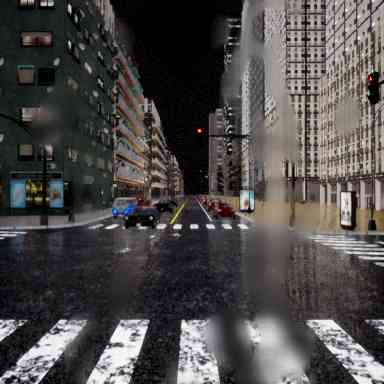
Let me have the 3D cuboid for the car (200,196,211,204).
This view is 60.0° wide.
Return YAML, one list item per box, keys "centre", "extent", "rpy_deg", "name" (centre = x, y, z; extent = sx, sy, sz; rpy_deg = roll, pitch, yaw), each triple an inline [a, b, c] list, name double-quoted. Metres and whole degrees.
- centre: [2.728, 1.592, 67.142]
  extent: [2.008, 1.369, 4.403]
  rpy_deg: [0, 0, 0]
  name: "car"

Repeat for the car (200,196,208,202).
- centre: [2.733, 1.636, 78.197]
  extent: [1.802, 1.307, 4.206]
  rpy_deg: [0, 0, 0]
  name: "car"

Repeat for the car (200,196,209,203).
- centre: [2.731, 1.592, 72.670]
  extent: [1.887, 1.381, 4.507]
  rpy_deg: [0, 0, 0]
  name: "car"

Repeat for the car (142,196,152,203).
- centre: [-5.666, 1.329, 33.981]
  extent: [2.192, 1.841, 5.009]
  rpy_deg: [0, 0, 0]
  name: "car"

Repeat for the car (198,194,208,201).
- centre: [2.737, 1.376, 83.725]
  extent: [2.192, 1.841, 5.009]
  rpy_deg: [0, 0, 0]
  name: "car"

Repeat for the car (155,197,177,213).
- centre: [-3.081, 1.579, 36.495]
  extent: [1.994, 1.385, 4.181]
  rpy_deg: [0, 0, 0]
  name: "car"

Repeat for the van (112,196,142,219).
- centre: [-5.669, 1.352, 28.454]
  extent: [1.690, 1.788, 3.998]
  rpy_deg: [0, 0, 0]
  name: "van"

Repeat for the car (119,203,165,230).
- centre: [-3.089, 1.608, 21.526]
  extent: [1.895, 1.301, 4.718]
  rpy_deg: [0, 0, 0]
  name: "car"

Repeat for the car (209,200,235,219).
- centre: [2.711, 1.592, 28.448]
  extent: [1.802, 1.307, 4.206]
  rpy_deg: [0, 0, 0]
  name: "car"

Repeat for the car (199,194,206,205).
- centre: [2.724, 1.469, 56.087]
  extent: [1.967, 1.590, 4.097]
  rpy_deg: [0, 0, 0]
  name: "car"

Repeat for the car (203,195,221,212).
- centre: [2.717, 1.457, 39.504]
  extent: [1.967, 1.590, 4.097]
  rpy_deg: [0, 0, 0]
  name: "car"

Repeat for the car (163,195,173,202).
- centre: [-5.647, 1.494, 78.202]
  extent: [1.967, 1.590, 4.097]
  rpy_deg: [0, 0, 0]
  name: "car"

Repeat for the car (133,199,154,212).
- centre: [-5.665, 1.561, 39.509]
  extent: [1.887, 1.381, 4.507]
  rpy_deg: [0, 0, 0]
  name: "car"

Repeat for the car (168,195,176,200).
- centre: [-5.640, 1.643, 94.785]
  extent: [1.947, 1.339, 4.313]
  rpy_deg: [0, 0, 0]
  name: "car"

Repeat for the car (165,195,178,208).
- centre: [-3.064, 1.588, 49.382]
  extent: [1.994, 1.385, 4.181]
  rpy_deg: [0, 0, 0]
  name: "car"
